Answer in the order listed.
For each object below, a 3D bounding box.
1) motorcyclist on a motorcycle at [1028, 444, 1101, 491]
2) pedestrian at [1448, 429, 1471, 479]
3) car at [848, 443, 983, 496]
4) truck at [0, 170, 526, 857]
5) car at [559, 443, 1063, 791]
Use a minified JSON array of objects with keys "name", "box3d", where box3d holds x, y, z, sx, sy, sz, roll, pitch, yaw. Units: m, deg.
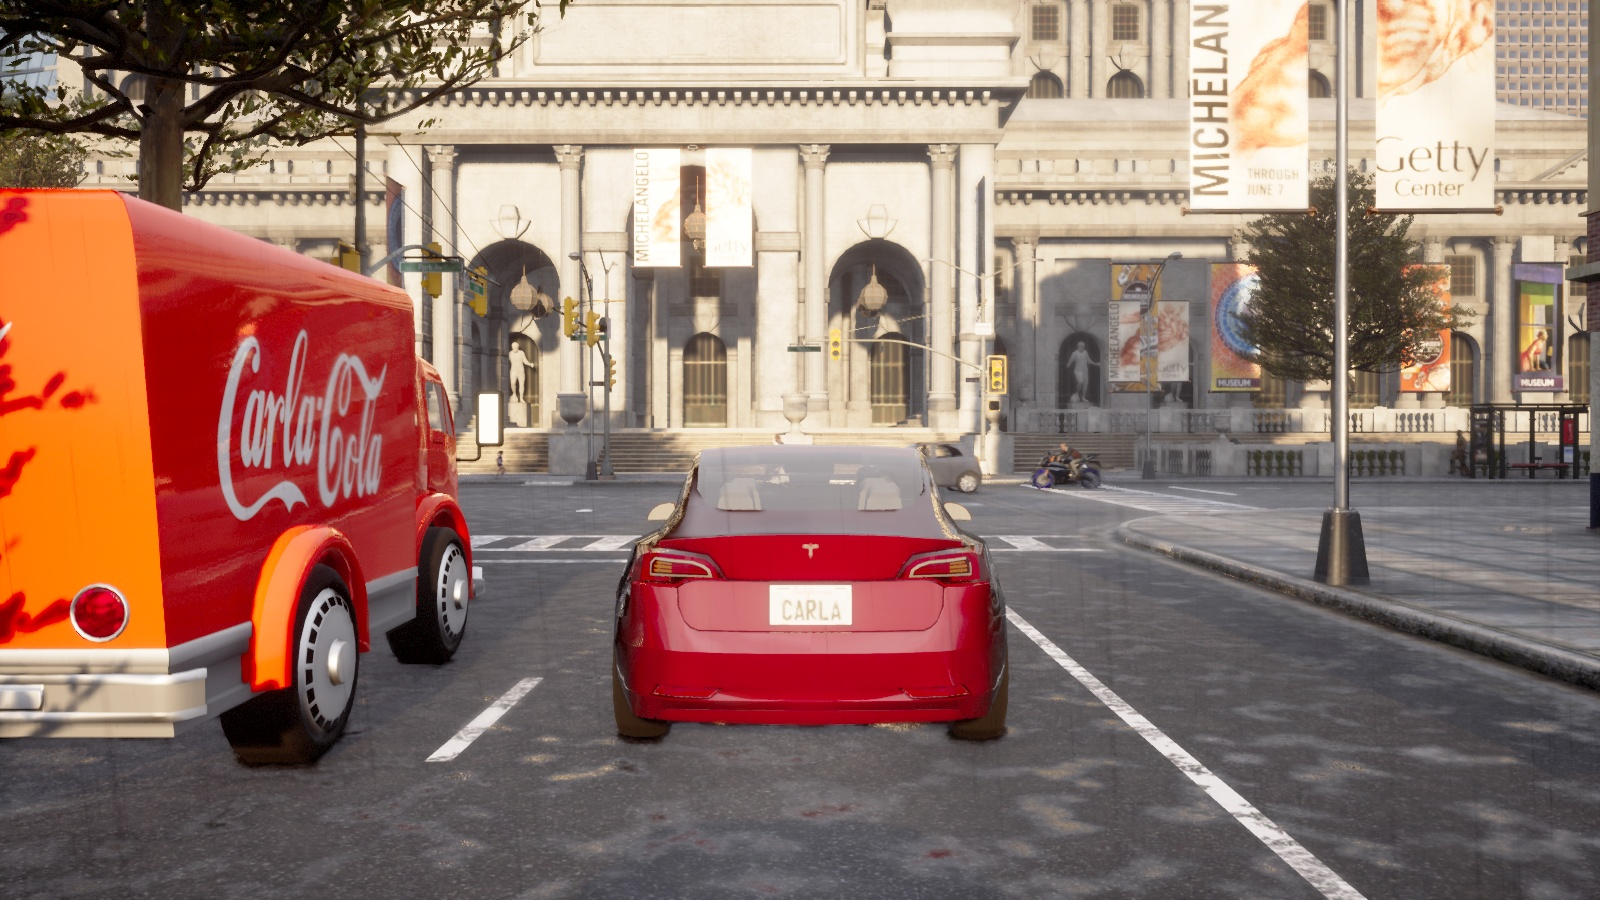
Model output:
[{"name":"motorcyclist on a motorcycle","box3d":[8.598,0.558,40.903,2.191,1.530,0.866,0,0,1]},{"name":"pedestrian","box3d":[25.441,0.150,48.434,0.692,1.930,0.396,0,0,-8]},{"name":"car","box3d":[3.370,0.555,36.951,3.633,1.501,1.845,0,0,-8]},{"name":"truck","box3d":[-3.445,0.216,7.116,2.627,2.467,5.204,0,0,0]},{"name":"car","box3d":[0.058,0.702,7.783,2.163,1.488,4.792,0,0,0]}]
